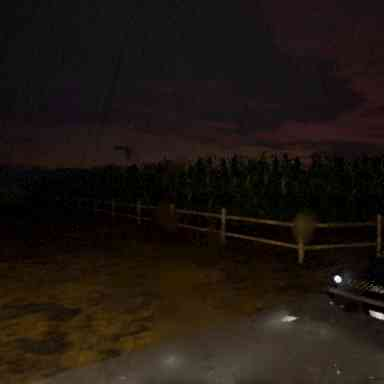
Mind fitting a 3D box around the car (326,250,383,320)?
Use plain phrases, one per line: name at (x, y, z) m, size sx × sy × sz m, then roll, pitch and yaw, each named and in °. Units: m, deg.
car at (4.673, 1.578, 6.365) m, size 4.718 × 1.301 × 1.895 m, roll 0°, pitch 0°, yaw -35°
